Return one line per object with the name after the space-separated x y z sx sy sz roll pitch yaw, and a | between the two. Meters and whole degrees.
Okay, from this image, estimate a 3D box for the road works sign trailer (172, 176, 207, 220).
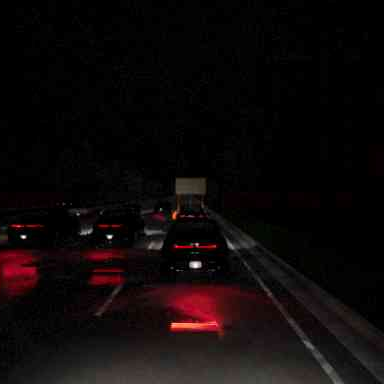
-0.105 0.625 25.055 2.380 3.560 2.880 0 0 -3 | road works sign trailer

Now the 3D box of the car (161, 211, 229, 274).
0.078 1.575 10.725 1.837 1.490 4.892 0 0 0 | car

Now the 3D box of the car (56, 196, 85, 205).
-14.065 1.469 39.130 2.150 2.045 5.566 0 -1 0 | car

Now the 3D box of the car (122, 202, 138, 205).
-7.060 1.845 38.289 1.895 1.301 4.718 0 0 0 | car

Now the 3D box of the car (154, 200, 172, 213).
-3.575 1.765 40.955 1.837 1.490 4.892 0 -1 0 | car

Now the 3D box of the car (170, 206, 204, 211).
0.021 1.624 21.178 2.128 1.511 4.902 1 0 1 | car

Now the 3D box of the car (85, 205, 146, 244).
-3.446 1.610 16.286 1.837 1.490 4.892 0 0 0 | car

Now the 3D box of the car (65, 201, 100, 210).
-10.532 1.811 32.849 1.895 1.301 4.718 0 0 0 | car

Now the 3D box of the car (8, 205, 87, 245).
-6.945 1.609 16.146 1.837 1.490 4.892 0 0 0 | car
